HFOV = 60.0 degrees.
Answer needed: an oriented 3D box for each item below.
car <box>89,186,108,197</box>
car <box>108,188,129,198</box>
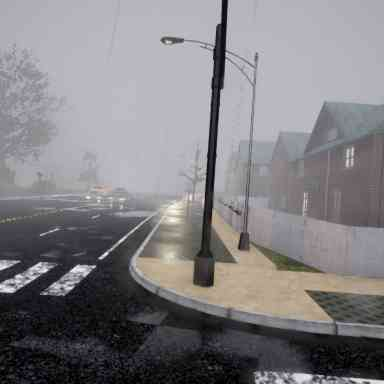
[{"bbox_3d":[-13.964,-0.179,50.058,1.882,1.535,5.008,4,1,1],"label":"car"},{"bbox_3d":[-10.726,0.090,49.963,1.812,1.442,4.674,4,1,1],"label":"car"}]
